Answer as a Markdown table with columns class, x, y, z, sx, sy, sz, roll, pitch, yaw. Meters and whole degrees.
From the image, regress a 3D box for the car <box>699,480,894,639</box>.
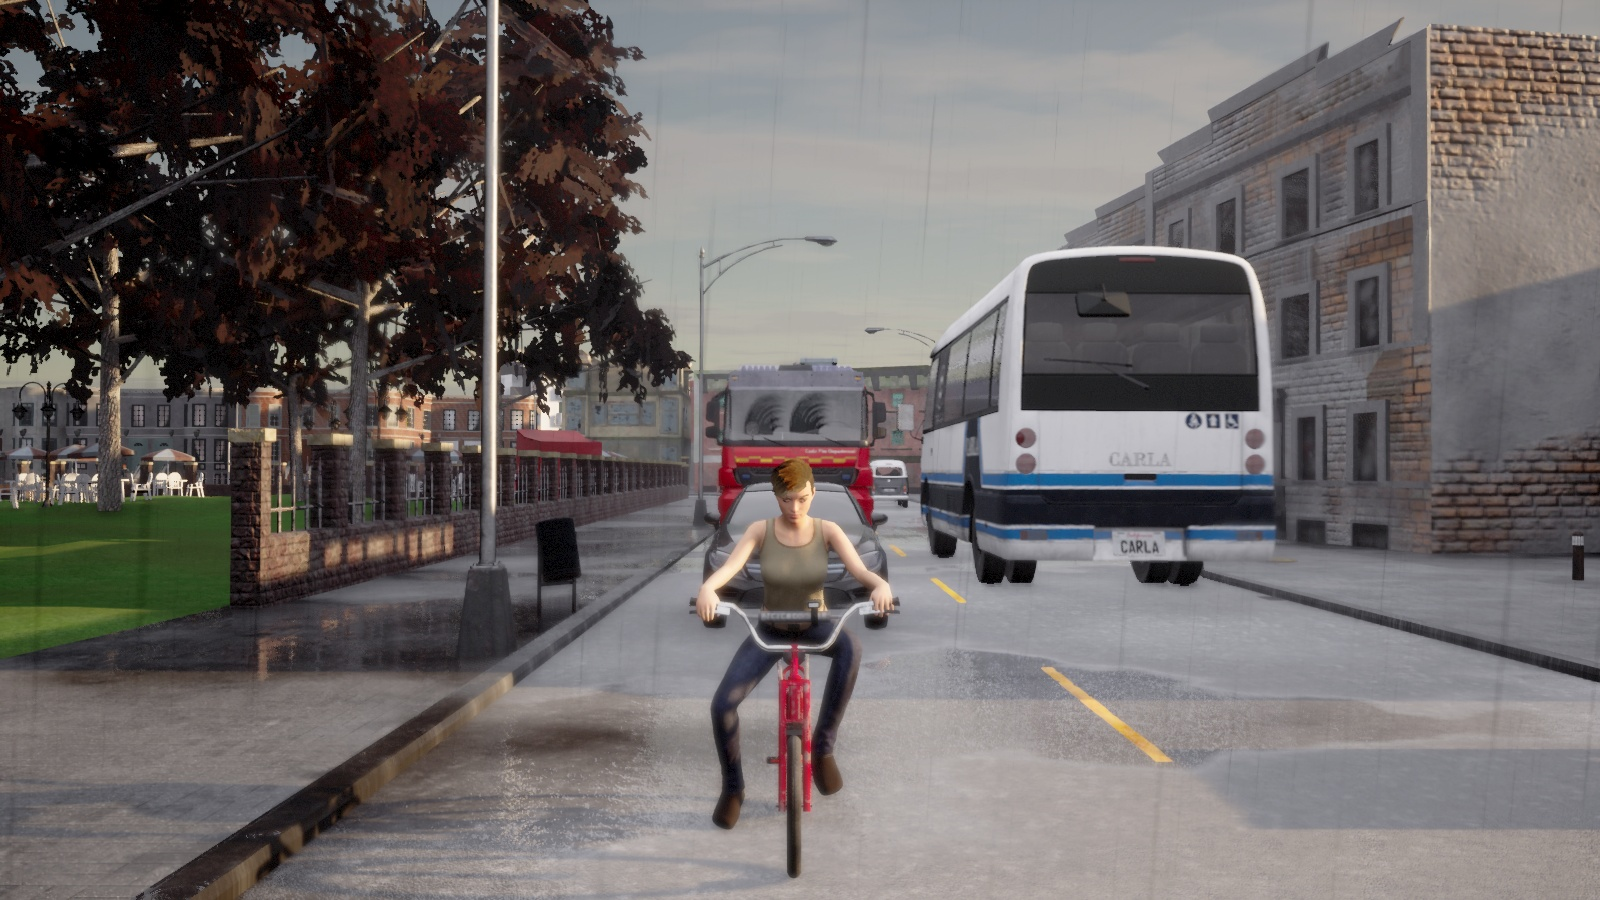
| class | x | y | z | sx | sy | sz | roll | pitch | yaw |
| --- | --- | --- | --- | --- | --- | --- | --- | --- | --- |
| car | -0.041 | 1.076 | 14.025 | 1.812 | 1.442 | 4.674 | 0 | -1 | 0 |

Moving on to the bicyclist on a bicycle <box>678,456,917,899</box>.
| class | x | y | z | sx | sy | sz | roll | pitch | yaw |
| --- | --- | --- | --- | --- | --- | --- | --- | --- | --- |
| bicyclist on a bicycle | -0.018 | 0.841 | 5.330 | 0.866 | 1.612 | 1.509 | 0 | -1 | -1 |

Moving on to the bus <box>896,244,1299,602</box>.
| class | x | y | z | sx | sy | sz | roll | pitch | yaw |
| --- | --- | --- | --- | --- | --- | --- | --- | --- | --- |
| bus | 3.935 | -0.241 | 20.080 | 3.944 | 4.253 | 10.273 | 0 | -1 | 0 |

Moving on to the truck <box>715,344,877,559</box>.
| class | x | y | z | sx | sy | sz | roll | pitch | yaw |
| --- | --- | --- | --- | --- | --- | --- | --- | --- | --- |
| truck | -0.090 | 0.096 | 26.631 | 2.891 | 3.827 | 8.468 | 0 | -1 | 0 |

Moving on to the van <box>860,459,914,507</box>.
| class | x | y | z | sx | sy | sz | roll | pitch | yaw |
| --- | --- | --- | --- | --- | --- | --- | --- | --- | --- |
| van | 3.791 | 1.454 | 55.604 | 2.069 | 2.038 | 4.480 | 0 | -1 | 0 |
